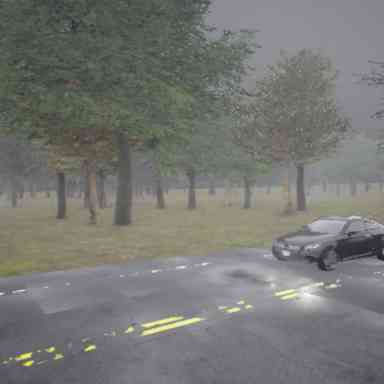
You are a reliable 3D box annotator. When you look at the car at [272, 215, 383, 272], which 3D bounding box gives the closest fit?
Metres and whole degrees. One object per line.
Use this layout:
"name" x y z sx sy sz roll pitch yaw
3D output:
"car" 4.740 1.515 10.844 4.674 1.442 1.812 0 0 -30
